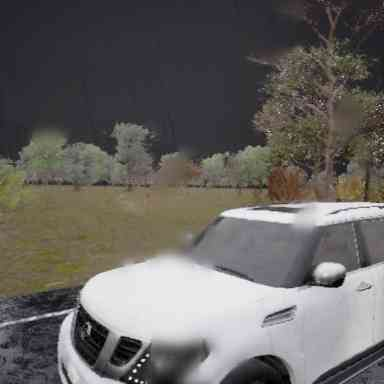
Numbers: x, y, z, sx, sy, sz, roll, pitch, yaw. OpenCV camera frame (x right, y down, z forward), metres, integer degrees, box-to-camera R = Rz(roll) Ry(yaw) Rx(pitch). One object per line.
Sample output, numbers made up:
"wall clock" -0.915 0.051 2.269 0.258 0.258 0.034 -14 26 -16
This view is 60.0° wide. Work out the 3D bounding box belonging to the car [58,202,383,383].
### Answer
"car" 1.281 1.188 4.369 5.566 2.045 2.150 0 1 -35
